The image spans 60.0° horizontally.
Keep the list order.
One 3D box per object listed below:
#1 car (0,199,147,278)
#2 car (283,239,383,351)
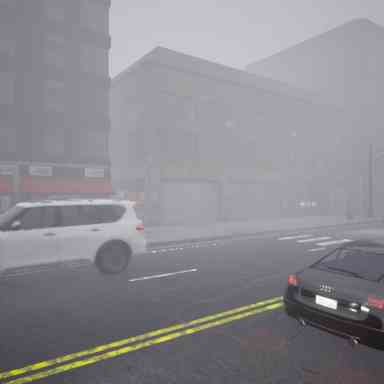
[{"bbox_3d":[-3.924,1.223,8.865,5.566,2.045,2.150,0,0,-35],"label":"car"},{"bbox_3d":[3.585,1.564,5.976,4.181,1.385,1.994,0,0,-35],"label":"car"}]
